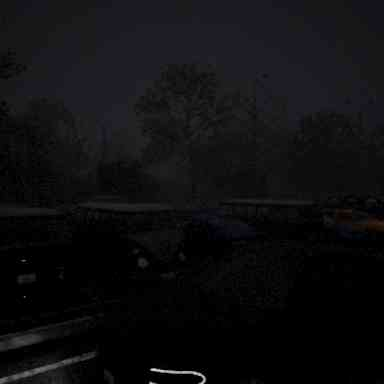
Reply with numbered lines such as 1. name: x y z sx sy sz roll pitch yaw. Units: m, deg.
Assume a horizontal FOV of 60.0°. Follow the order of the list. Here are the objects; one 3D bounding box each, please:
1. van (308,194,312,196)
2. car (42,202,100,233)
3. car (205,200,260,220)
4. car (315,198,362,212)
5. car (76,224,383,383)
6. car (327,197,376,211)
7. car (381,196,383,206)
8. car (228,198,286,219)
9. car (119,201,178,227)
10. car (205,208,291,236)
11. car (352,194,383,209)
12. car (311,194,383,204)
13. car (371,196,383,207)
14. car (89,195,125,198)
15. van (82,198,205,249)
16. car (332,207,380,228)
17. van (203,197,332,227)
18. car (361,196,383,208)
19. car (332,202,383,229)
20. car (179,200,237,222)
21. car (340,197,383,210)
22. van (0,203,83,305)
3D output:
1. van: 14.694 1.167 37.323 1.878 1.987 4.442 0 0 -36
2. car: -7.808 1.502 21.077 2.231 1.521 4.892 0 0 -36
3. car: 3.458 1.476 29.179 2.163 1.488 4.792 0 0 -36
4. car: 17.021 1.422 38.841 2.002 1.452 4.674 0 0 -36
5. car: 1.254 1.475 4.580 5.008 1.535 1.882 0 0 -35
6. car: 19.281 1.371 40.455 2.097 1.535 5.008 0 0 -36
7. car: 30.547 1.353 48.556 2.163 1.488 4.792 0 0 -36
8. car: 5.840 1.433 30.619 1.946 1.575 5.366 0 0 -36
9. car: -3.300 1.479 24.315 2.097 1.535 5.008 0 0 -36
10. car: 0.418 1.496 10.880 2.097 1.535 5.008 0 0 -36
11. car: 23.774 1.226 43.714 2.185 1.767 4.553 0 0 -36
12. car: 9.551 1.202 17.385 2.435 2.045 5.566 0 0 -36
13. car: 28.311 1.334 46.913 2.231 1.521 4.892 0 0 -36
14. car: -5.539 1.238 22.672 2.435 2.045 5.566 0 0 -36
15. van: -1.801 1.280 9.156 1.878 1.987 4.442 0 0 -36
16. car: 4.973 1.515 14.149 2.002 1.452 4.674 0 0 -36
17. van: 2.626 1.260 12.610 1.878 1.987 4.442 0 0 -36
18. car: 26.047 1.342 45.308 2.097 1.535 5.008 0 0 -36
19. car: 7.363 1.461 15.627 1.946 1.575 5.366 0 0 -36
20. car: 1.214 1.458 27.546 2.231 1.521 4.892 0 0 -36
21. car: 21.537 1.402 42.072 2.002 1.452 4.674 0 0 -36
22. van: -4.215 1.286 7.716 1.878 1.987 4.442 0 0 -36
